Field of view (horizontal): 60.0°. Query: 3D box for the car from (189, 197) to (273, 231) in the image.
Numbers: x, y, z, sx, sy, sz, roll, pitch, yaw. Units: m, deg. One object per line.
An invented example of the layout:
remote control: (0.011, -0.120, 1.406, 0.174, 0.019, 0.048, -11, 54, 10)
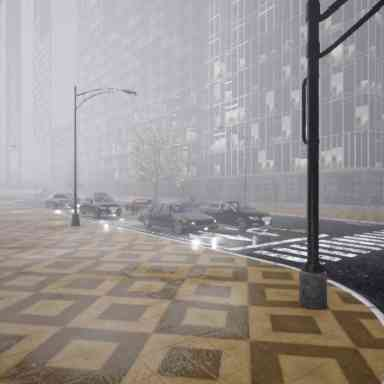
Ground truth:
car: (2.309, 1.254, 18.772, 2.128, 1.511, 4.902, 0, 1, -38)

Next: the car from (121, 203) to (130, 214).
car: (-3.416, 1.193, 26.063, 1.895, 1.301, 4.718, 0, 1, -38)

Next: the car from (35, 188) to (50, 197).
car: (-28.478, 0.110, 63.731, 2.097, 1.767, 4.553, 0, 1, -38)

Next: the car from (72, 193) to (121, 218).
car: (-7.049, 1.056, 25.428, 2.128, 1.511, 4.902, 0, 1, -38)

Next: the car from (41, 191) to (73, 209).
car: (-13.382, 0.902, 33.531, 1.812, 1.442, 4.674, 0, 1, -38)

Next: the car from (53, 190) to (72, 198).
car: (-25.378, 0.316, 65.041, 2.033, 1.411, 5.357, 0, 1, -38)

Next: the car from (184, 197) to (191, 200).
car: (-0.087, 1.128, 32.652, 1.895, 1.301, 4.718, 0, 1, -38)

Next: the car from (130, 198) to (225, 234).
car: (-0.974, 1.292, 17.688, 2.033, 1.411, 5.357, 0, 1, -38)
